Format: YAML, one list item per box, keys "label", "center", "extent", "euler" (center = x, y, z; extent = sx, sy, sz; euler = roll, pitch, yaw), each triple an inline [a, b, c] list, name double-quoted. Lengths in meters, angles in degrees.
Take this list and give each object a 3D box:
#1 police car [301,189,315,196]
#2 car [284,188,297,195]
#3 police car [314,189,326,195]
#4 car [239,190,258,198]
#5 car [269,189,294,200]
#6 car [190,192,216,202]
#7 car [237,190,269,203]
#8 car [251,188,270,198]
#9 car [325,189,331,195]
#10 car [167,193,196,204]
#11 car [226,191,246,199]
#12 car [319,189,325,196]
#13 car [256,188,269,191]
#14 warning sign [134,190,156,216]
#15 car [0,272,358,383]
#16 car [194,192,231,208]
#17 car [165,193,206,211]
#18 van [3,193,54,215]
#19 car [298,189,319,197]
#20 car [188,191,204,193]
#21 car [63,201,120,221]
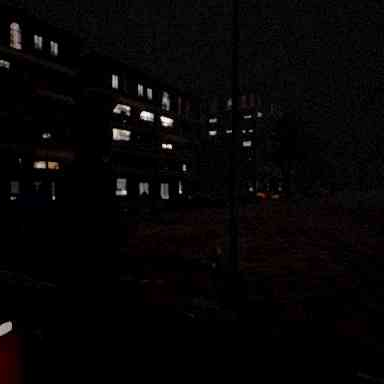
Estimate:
- label: "police car"
  center: [26.995, 0.132, 77.037]
  extent: [1.930, 1.638, 5.238]
  euler: [1, 1, 32]
- label: "car"
  center: [23.914, -0.104, 83.764]
  extent: [2.192, 1.841, 5.009]
  euler: [2, 2, 35]
- label: "police car"
  center: [32.801, -0.020, 85.181]
  extent: [1.930, 1.638, 5.238]
  euler: [1, 1, 34]
- label: "car"
  center: [11.155, 0.452, 65.302]
  extent: [1.752, 1.417, 4.829]
  euler: [2, 2, 35]
- label: "car"
  center: [15.079, 0.623, 56.238]
  extent: [1.752, 1.417, 4.829]
  euler: [2, 2, 35]
- label: "car"
  center: [1.756, 0.735, 51.696]
  extent: [2.008, 1.369, 4.403]
  euler: [2, 2, 35]
- label: "car"
  center: [8.651, 0.825, 46.934]
  extent: [2.008, 1.369, 4.403]
  euler: [2, 2, 35]
- label: "car"
  center: [14.420, 0.153, 70.019]
  extent: [2.192, 1.841, 5.009]
  euler: [2, 2, 35]
- label: "car"
  center: [33.972, 0.025, 83.588]
  extent: [1.967, 1.590, 4.097]
  euler: [2, 2, 35]
- label: "car"
  center: [-1.409, 0.837, 47.115]
  extent: [1.947, 1.339, 4.313]
  euler: [2, 2, 35]
- label: "car"
  center: [8.086, 0.576, 60.861]
  extent: [1.947, 1.339, 4.313]
  euler: [2, 2, 35]
- label: "car"
  center: [27.641, 0.307, 74.426]
  extent: [2.008, 1.369, 4.403]
  euler: [2, 2, 35]
- label: "car"
  center: [12.548, 0.429, 57.325]
  extent: [2.097, 1.767, 4.553]
  euler: [1, 1, 35]
- label: "warning sign"
  center: [-3.558, 0.807, 25.114]
  extent: [1.300, 1.860, 1.060]
  euler: [0, 0, 35]
- label: "car"
  center: [-0.747, 1.538, 3.397]
  extent: [4.507, 1.381, 1.887]
  euler: [0, 1, 35]
- label: "car"
  center: [2.321, 1.000, 37.770]
  extent: [2.008, 1.369, 4.403]
  euler: [2, 2, 35]
- label: "car"
  center: [-0.844, 1.081, 33.187]
  extent: [1.887, 1.381, 4.507]
  euler: [2, 2, 35]
- label: "van"
  center: [-14.066, 0.964, 28.780]
  extent: [1.690, 1.788, 3.998]
  euler: [2, 2, 35]
- label: "car"
  center: [24.477, 0.393, 69.846]
  extent: [2.008, 1.369, 4.403]
  euler: [2, 2, 35]
- label: "car"
  center: [0.249, 0.664, 44.945]
  extent: [2.097, 1.767, 4.553]
  euler: [1, 1, 35]
- label: "car"
  center: [-7.174, 1.279, 24.025]
  extent: [1.947, 1.339, 4.313]
  euler: [2, 2, 35]
